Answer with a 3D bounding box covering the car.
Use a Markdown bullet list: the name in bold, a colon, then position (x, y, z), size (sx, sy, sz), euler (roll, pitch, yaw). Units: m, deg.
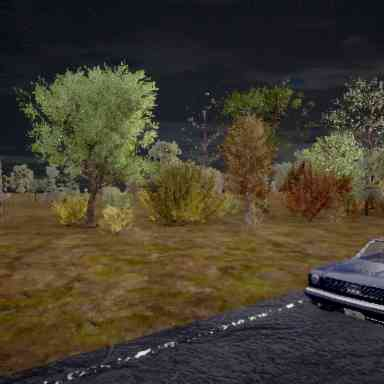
- **car**: position (4.294, 1.600, 6.558), size (4.718, 1.301, 1.895), euler (0, 0, -37)
